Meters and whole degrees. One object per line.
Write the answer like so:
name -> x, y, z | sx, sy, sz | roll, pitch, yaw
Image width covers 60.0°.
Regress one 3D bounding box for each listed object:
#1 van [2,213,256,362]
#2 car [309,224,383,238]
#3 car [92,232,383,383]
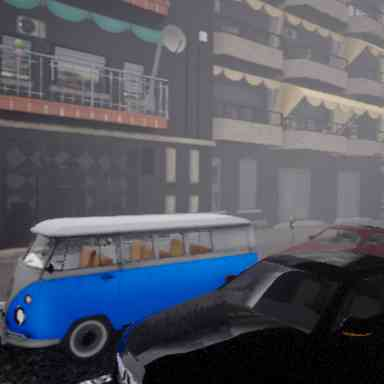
van -> -0.750, 1.279, 5.468 | 3.998, 1.788, 1.690 | 0, 1, -32
car -> 4.034, 1.511, 8.457 | 4.206, 1.307, 1.802 | 0, 1, -32
car -> 1.439, 1.490, 3.936 | 4.674, 1.442, 1.812 | 0, 1, -30
